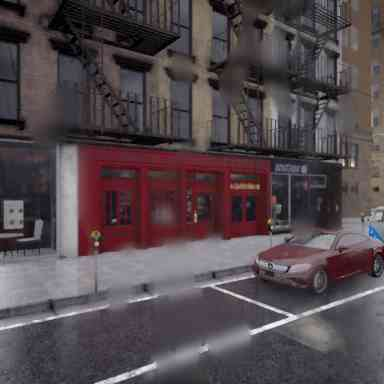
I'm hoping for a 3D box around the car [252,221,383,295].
[{"bbox_3d":[3.438,1.581,8.632,4.206,1.307,1.802,0,0,-35],"label":"car"}]

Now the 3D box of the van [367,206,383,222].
[{"bbox_3d":[7.845,1.340,11.763,3.998,1.788,1.690,0,0,-35],"label":"van"}]
